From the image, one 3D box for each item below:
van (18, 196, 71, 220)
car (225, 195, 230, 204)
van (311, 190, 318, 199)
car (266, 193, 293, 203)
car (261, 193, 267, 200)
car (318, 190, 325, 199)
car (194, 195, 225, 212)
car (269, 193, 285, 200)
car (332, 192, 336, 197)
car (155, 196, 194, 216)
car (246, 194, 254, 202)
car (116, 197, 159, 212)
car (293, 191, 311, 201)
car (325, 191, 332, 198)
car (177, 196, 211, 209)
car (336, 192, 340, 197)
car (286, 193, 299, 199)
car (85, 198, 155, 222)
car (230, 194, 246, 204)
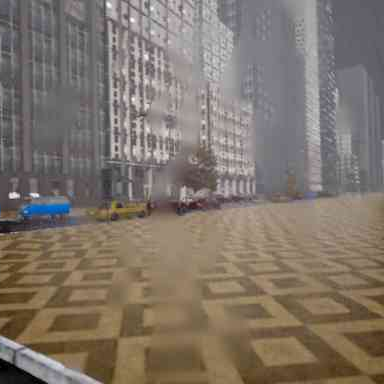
[{"bbox_3d":[-11.815,1.256,26.796,1.690,1.788,3.998,-1,0,33],"label":"van"},{"bbox_3d":[3.520,1.109,50.187,1.967,1.590,4.097,-1,0,33],"label":"car"},{"bbox_3d":[22.553,0.611,64.495,1.690,1.788,3.998,-2,0,33],"label":"van"},{"bbox_3d":[13.432,0.931,50.648,1.752,1.417,4.829,-2,0,33],"label":"car"},{"bbox_3d":[15.788,0.925,68.900,1.967,1.590,4.097,-2,0,33],"label":"car"},{"bbox_3d":[25.633,0.665,69.154,1.967,1.590,4.097,-2,0,33],"label":"car"},{"bbox_3d":[1.084,1.182,31.831,1.802,1.307,4.206,-1,0,33],"label":"car"},{"bbox_3d":[18.857,0.985,73.578,1.887,1.381,4.507,-2,0,33],"label":"car"},{"bbox_3d":[31.820,0.701,78.454,1.947,1.339,4.313,-2,0,33],"label":"car"},{"bbox_3d":[-1.980,1.089,27.161,1.967,1.590,4.097,-1,0,33],"label":"car"},{"bbox_3d":[9.656,1.126,59.543,2.008,1.369,4.403,-1,0,33],"label":"car"},{"bbox_3d":[-5.771,1.341,36.010,1.752,1.417,4.829,-1,0,33],"label":"car"},{"bbox_3d":[19.466,0.756,59.843,1.967,1.590,4.097,-2,0,33],"label":"car"},{"bbox_3d":[28.715,0.495,73.811,2.192,1.841,5.009,-2,0,33],"label":"car"},{"bbox_3d":[0.277,1.210,40.462,1.812,1.442,4.674,-2,0,33],"label":"car"},{"bbox_3d":[34.974,0.616,83.268,1.752,1.417,4.829,-2,0,33],"label":"car"},{"bbox_3d":[24.991,0.897,82.934,1.887,1.381,4.507,-2,0,33],"label":"car"},{"bbox_3d":[-4.947,1.224,22.632,1.752,1.417,4.829,-1,0,33],"label":"car"},{"bbox_3d":[6.590,1.167,54.864,1.887,1.381,4.507,-1,0,33],"label":"car"}]
